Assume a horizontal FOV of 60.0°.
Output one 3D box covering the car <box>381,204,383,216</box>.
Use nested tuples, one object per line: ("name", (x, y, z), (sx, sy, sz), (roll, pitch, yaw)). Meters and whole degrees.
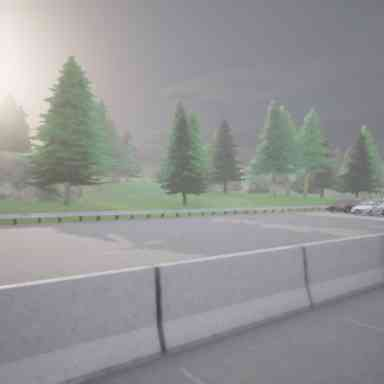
("car", (20.059, 1.699, 31.163), (4.674, 1.442, 1.812), (0, 0, -35))

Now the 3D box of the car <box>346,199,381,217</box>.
("car", (18.223, 1.700, 34.151), (4.674, 1.442, 1.812), (1, 0, -35))

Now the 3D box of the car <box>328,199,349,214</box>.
("car", (17.503, 1.535, 37.924), (4.553, 1.767, 2.097), (0, 0, -35))
